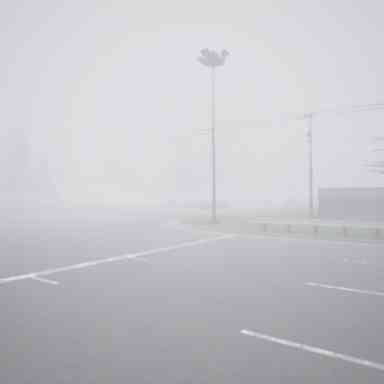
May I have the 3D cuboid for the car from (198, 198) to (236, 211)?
[{"bbox_3d":[3.540,1.792,46.101,2.033,1.411,5.357,-1,0,36],"label":"car"}]

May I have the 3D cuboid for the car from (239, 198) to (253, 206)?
[{"bbox_3d":[11.313,1.804,62.736,1.812,1.442,4.674,-1,0,36],"label":"car"}]

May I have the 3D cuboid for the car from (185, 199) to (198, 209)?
[{"bbox_3d":[1.326,1.845,49.002,1.994,1.385,4.181,-1,0,36],"label":"car"}]

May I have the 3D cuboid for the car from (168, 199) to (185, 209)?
[{"bbox_3d":[-1.118,1.844,51.589,1.812,1.442,4.674,-1,0,36],"label":"car"}]

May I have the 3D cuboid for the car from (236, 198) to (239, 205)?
[{"bbox_3d":[8.574,1.916,64.982,1.895,1.301,4.718,-1,0,36],"label":"car"}]

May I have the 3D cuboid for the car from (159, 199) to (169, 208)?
[{"bbox_3d":[-3.335,1.846,54.486,2.128,1.511,4.902,-1,0,36],"label":"car"}]

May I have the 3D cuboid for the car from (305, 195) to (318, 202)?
[{"bbox_3d":[24.768,1.344,67.216,5.357,1.411,2.033,0,0,-38],"label":"car"}]

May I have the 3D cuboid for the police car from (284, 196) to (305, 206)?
[{"bbox_3d":[18.184,1.628,60.239,1.930,1.638,5.238,-1,0,36],"label":"police car"}]

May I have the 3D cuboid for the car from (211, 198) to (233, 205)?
[{"bbox_3d":[6.222,1.894,67.577,2.033,1.411,5.357,-1,0,36],"label":"car"}]

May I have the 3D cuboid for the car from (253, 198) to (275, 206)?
[{"bbox_3d":[13.208,1.805,59.411,1.994,1.385,4.181,-1,0,36],"label":"car"}]
